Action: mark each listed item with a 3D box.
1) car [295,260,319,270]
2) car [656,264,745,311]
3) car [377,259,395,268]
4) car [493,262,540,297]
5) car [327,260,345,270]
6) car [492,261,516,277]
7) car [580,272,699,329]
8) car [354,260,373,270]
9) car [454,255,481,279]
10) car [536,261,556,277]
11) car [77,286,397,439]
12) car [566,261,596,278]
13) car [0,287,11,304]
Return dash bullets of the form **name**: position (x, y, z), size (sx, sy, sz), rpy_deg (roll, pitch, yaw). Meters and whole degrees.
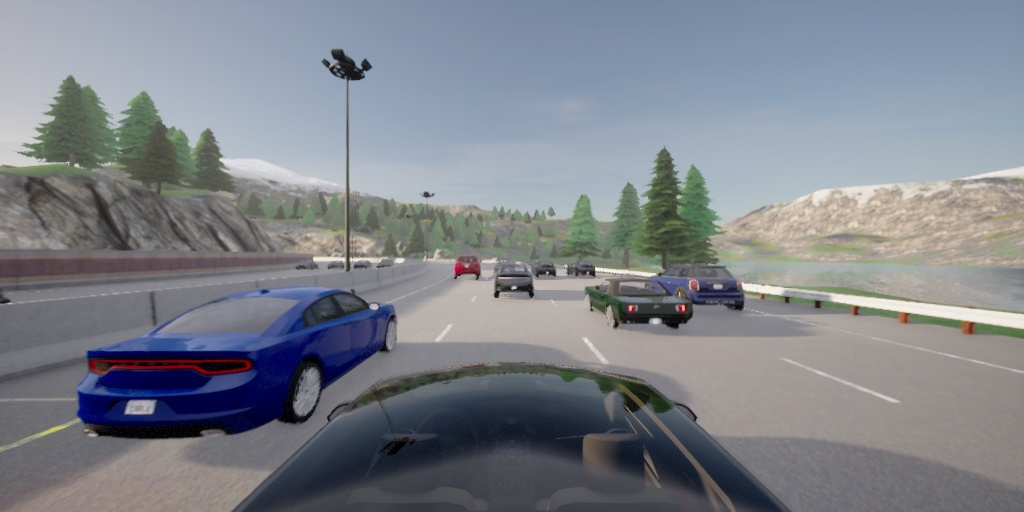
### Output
- **car**: position (-28.029, 1.236, 49.071), size (1.994, 1.385, 4.181), rpy_deg (0, 0, -12)
- **car**: position (7.096, 1.081, 14.471), size (2.097, 1.767, 4.553), rpy_deg (0, 0, 0)
- **car**: position (-17.479, 1.177, 49.982), size (1.837, 1.490, 4.892), rpy_deg (0, 0, -12)
- **car**: position (0.080, 1.215, 18.622), size (2.128, 1.511, 4.902), rpy_deg (0, 0, -1)
- **car**: position (-24.966, 1.233, 51.410), size (1.994, 1.385, 4.181), rpy_deg (0, 0, -13)
- **car**: position (-0.869, 1.259, 36.282), size (1.994, 1.385, 4.181), rpy_deg (0, 0, -6)
- **car**: position (3.598, 1.336, 11.200), size (1.895, 1.301, 4.718), rpy_deg (0, 0, 0)
- **car**: position (-21.485, 1.216, 52.032), size (2.033, 1.411, 5.357), rpy_deg (0, 0, -13)
- **car**: position (-3.968, 0.924, 32.264), size (2.150, 2.045, 5.566), rpy_deg (0, 0, -5)
- **car**: position (2.890, 1.205, 33.790), size (1.837, 1.490, 4.892), rpy_deg (1, 0, -5)
- **car**: position (-3.403, 1.221, 5.760), size (1.882, 1.535, 5.008), rpy_deg (0, 0, 0)
- **car**: position (6.398, 1.205, 33.713), size (1.837, 1.490, 4.892), rpy_deg (1, 0, -5)
- **car**: position (-17.605, 1.284, 9.433), size (2.033, 1.411, 5.357), rpy_deg (0, 0, 0)
